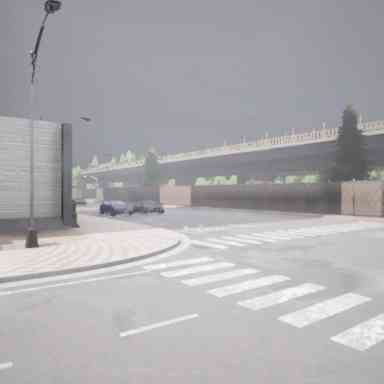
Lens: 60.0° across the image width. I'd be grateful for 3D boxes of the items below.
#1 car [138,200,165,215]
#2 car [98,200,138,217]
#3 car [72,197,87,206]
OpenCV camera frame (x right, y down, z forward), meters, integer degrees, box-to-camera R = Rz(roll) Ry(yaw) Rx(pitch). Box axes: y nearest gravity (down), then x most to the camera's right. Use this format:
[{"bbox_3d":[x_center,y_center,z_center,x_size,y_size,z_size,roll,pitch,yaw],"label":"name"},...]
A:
[{"bbox_3d":[-4.423,1.503,32.894,1.994,1.385,4.181,0,0,-36],"label":"car"},{"bbox_3d":[-7.061,1.466,30.596,1.812,1.442,4.674,0,0,-36],"label":"car"},{"bbox_3d":[-17.761,1.504,51.591,1.994,1.385,4.181,0,0,-35],"label":"car"}]
